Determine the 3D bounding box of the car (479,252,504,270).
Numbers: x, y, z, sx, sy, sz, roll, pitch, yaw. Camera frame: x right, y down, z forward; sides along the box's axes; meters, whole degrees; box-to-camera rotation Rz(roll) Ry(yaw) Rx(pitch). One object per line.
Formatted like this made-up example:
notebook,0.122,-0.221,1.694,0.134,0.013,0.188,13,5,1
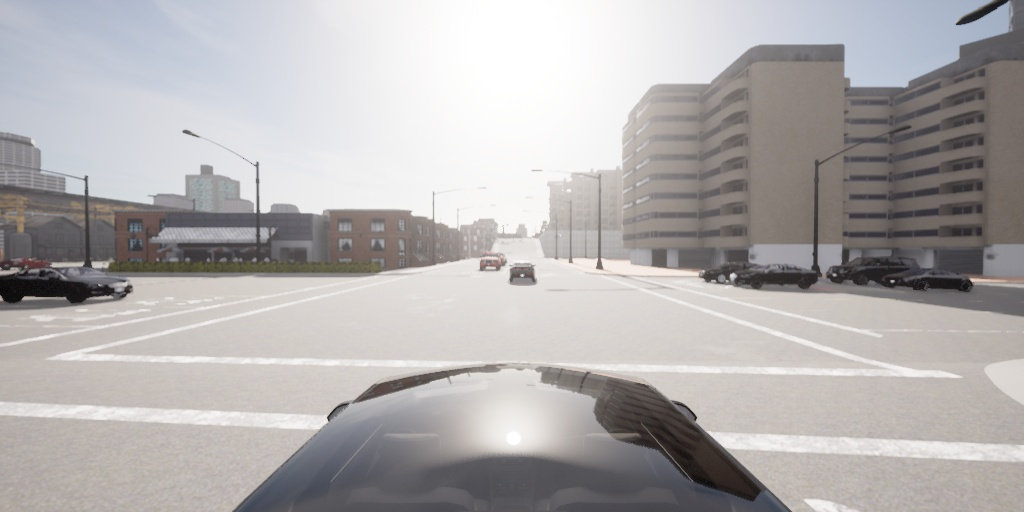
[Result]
car,-2.495,0.558,42.243,2.150,2.045,5.566,0,1,2

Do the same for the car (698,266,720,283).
car,16.098,1.188,25.877,4.892,1.490,1.837,1,1,0

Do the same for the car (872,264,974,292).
car,25.723,1.450,22.344,4.181,1.385,1.994,1,1,1

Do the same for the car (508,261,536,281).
car,0.800,1.077,27.885,1.837,1.490,4.892,0,1,2

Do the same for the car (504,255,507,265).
car,-2.164,0.409,52.464,2.150,2.045,5.566,0,1,2

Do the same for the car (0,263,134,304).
car,-19.676,1.219,15.863,4.902,1.511,2.128,0,1,3

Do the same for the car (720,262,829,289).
car,16.222,1.229,22.375,4.902,1.511,2.128,1,1,0

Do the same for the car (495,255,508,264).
car,-1.870,0.606,62.471,1.994,1.385,4.181,0,1,2

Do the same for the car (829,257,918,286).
car,26.022,1.059,25.843,5.566,2.045,2.150,1,1,0
